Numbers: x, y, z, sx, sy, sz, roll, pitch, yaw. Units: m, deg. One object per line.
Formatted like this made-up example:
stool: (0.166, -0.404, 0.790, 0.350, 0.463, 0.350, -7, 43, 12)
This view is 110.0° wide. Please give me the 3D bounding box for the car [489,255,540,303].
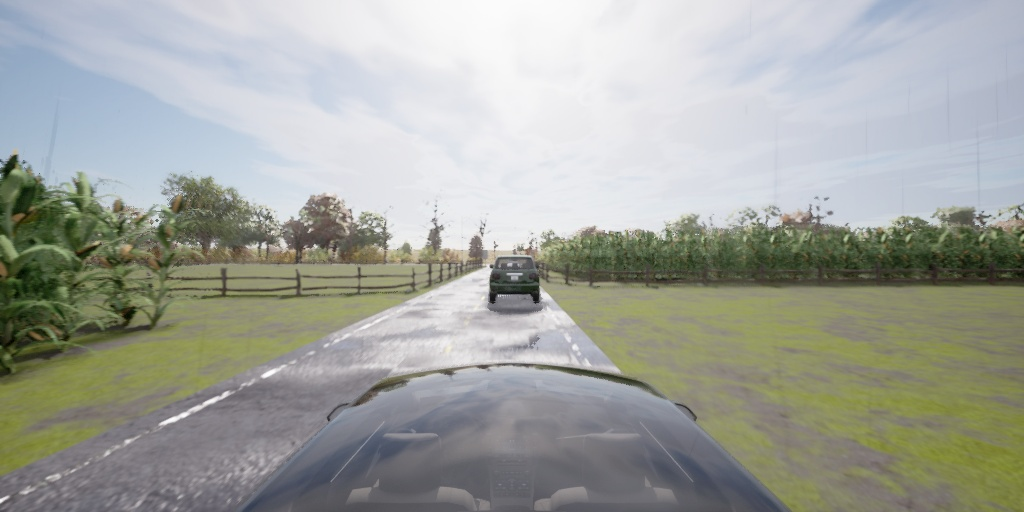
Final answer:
car: (0.106, 0.971, 16.913, 2.150, 2.045, 5.566, 0, 0, 0)
